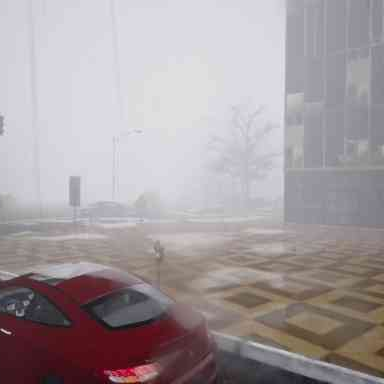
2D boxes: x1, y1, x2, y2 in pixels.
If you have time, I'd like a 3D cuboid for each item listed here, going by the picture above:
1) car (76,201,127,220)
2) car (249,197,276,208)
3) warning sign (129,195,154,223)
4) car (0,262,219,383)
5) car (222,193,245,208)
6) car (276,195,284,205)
[{"bbox_3d":[-7.425,1.468,27.501,1.812,1.442,4.674,1,1,34],"label":"car"},{"bbox_3d":[9.709,1.468,46.892,1.812,1.442,4.674,1,1,35],"label":"car"},{"bbox_3d":[-3.488,1.141,22.950,1.300,1.860,1.060,1,1,34],"label":"warning sign"},{"bbox_3d":[-1.660,1.581,4.209,4.206,1.307,1.802,0,1,36],"label":"car"},{"bbox_3d":[6.398,1.125,47.544,2.150,2.045,5.566,1,0,35],"label":"car"},{"bbox_3d":[15.268,1.275,55.066,2.097,1.767,4.553,1,1,34],"label":"car"}]
